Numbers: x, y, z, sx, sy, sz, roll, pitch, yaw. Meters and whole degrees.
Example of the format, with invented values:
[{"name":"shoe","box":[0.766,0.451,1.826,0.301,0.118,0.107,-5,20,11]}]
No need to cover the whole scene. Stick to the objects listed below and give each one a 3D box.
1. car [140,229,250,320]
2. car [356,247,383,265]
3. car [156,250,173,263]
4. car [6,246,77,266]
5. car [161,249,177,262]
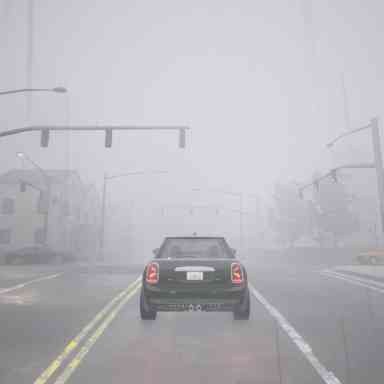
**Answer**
[{"name":"car","box":[0.063,1.807,8.232,2.097,1.767,4.553,0,-7,0]},{"name":"car","box":[16.470,5.363,28.064,5.008,1.535,1.882,0,-11,1]},{"name":"car","box":[-3.633,8.630,44.401,1.882,1.535,5.008,0,-11,0]},{"name":"car","box":[-11.268,4.825,25.045,4.892,1.490,1.837,-3,-11,-6]},{"name":"car","box":[-3.644,10.342,54.281,2.150,2.045,5.566,0,-11,0]}]
